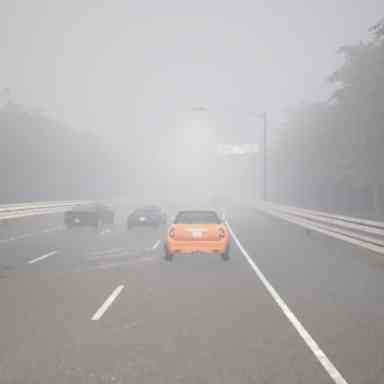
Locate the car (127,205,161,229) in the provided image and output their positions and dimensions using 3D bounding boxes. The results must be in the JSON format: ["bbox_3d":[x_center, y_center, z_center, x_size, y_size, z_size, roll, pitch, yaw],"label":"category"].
[{"bbox_3d":[-2.789,1.539,21.437,1.994,1.385,4.181,0,0,3],"label":"car"}]

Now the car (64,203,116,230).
[{"bbox_3d":[-6.320,1.444,21.145,1.882,1.535,5.008,0,0,3],"label":"car"}]

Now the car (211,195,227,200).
[{"bbox_3d":[4.739,1.276,61.017,2.097,1.767,4.553,0,0,9],"label":"car"}]

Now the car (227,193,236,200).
[{"bbox_3d":[9.702,1.468,88.114,1.895,1.301,4.718,0,0,13],"label":"car"}]

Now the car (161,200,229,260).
[{"bbox_3d":[0.223,1.345,12.602,2.097,1.767,4.553,0,0,2],"label":"car"}]
